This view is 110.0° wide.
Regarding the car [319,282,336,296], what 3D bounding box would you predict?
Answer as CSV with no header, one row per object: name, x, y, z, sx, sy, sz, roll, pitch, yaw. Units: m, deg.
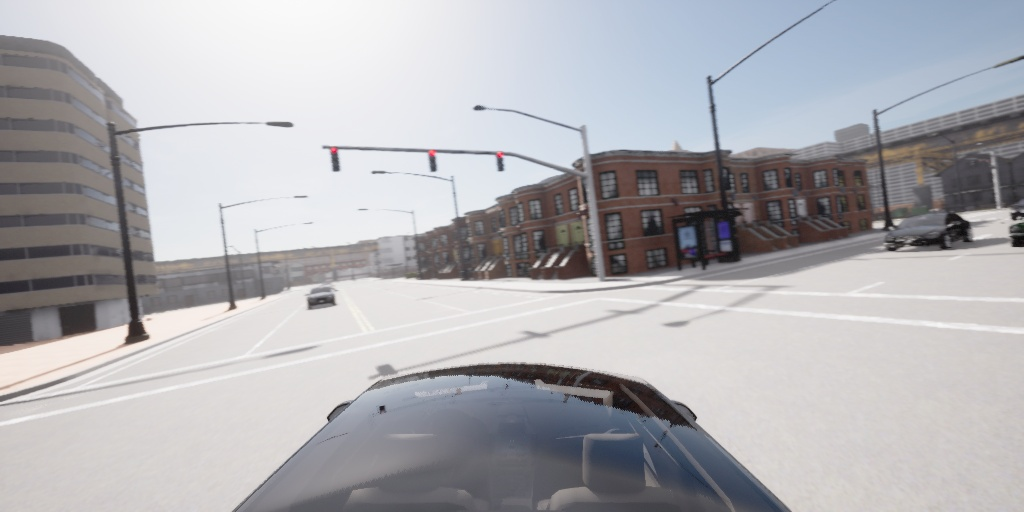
car,-24.556,4.322,47.836,1.812,1.442,4.674,-7,0,-26

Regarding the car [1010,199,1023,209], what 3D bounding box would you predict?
car,37.292,-3.441,25.413,4.902,1.511,2.128,-7,0,-26

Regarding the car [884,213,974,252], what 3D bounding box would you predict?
car,18.954,-1.130,16.320,4.892,1.490,1.837,-7,0,-26

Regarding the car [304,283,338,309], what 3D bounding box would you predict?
car,-14.314,3.028,27.026,1.837,1.490,4.892,-7,0,-27

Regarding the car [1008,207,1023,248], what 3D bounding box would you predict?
car,19.843,-1.142,12.847,4.718,1.301,1.895,-7,0,-26
